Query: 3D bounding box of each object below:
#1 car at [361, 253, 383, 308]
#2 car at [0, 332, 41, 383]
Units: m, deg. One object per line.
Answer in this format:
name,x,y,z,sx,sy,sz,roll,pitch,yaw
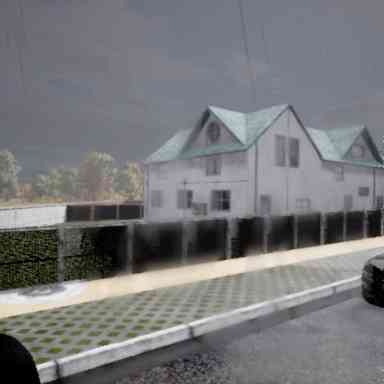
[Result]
car,5.535,1.528,7.051,5.008,1.535,1.882,0,0,-36
car,-3.043,1.475,0.864,5.008,1.535,1.882,1,0,-37
